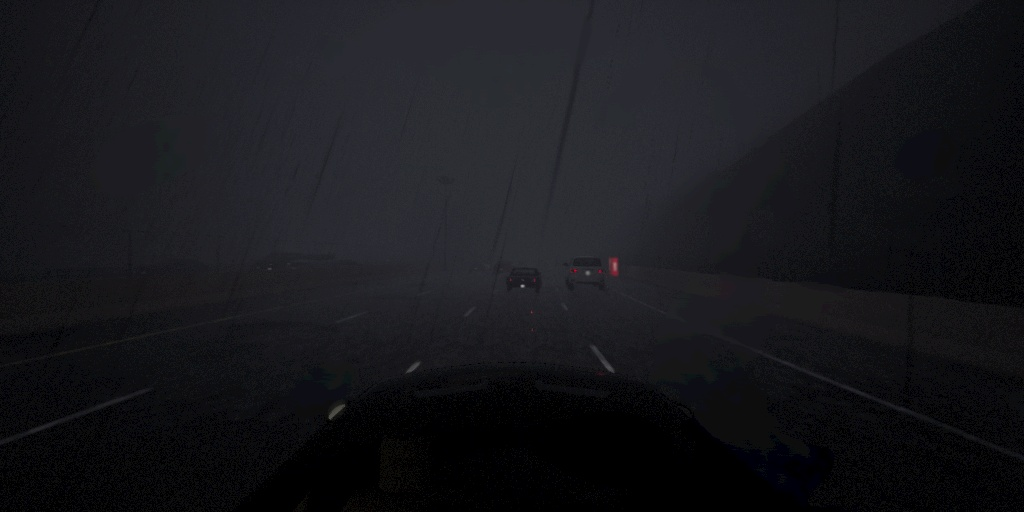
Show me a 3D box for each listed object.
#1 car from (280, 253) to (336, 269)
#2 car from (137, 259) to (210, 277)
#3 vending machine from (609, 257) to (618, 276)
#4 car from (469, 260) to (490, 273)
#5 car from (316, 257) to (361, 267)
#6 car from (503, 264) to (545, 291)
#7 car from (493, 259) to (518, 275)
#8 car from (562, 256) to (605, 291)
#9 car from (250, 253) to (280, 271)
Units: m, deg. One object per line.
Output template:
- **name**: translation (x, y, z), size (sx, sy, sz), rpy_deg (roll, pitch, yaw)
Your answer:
- **car**: translation (-18.975, 0.738, 34.494), size (2.150, 2.045, 5.566), rpy_deg (1, 0, 6)
- **car**: translation (-26.593, 0.949, 28.416), size (1.812, 1.442, 4.674), rpy_deg (1, 0, 6)
- **vending machine**: translation (11.189, 1.076, 39.461), size (1.100, 2.100, 0.880), rpy_deg (0, 0, 5)
- **car**: translation (-3.894, 1.222, 43.458), size (1.812, 1.442, 4.674), rpy_deg (1, 0, 6)
- **car**: translation (-15.601, 1.082, 33.181), size (1.812, 1.442, 4.674), rpy_deg (1, 0, 6)
- **car**: translation (0.825, 1.358, 21.831), size (1.895, 1.301, 4.718), rpy_deg (1, 0, 6)
- **car**: translation (-0.819, 1.212, 38.905), size (1.882, 1.535, 5.008), rpy_deg (1, 0, 6)
- **car**: translation (4.566, 1.024, 22.935), size (2.150, 2.045, 5.566), rpy_deg (1, 0, 6)
- **car**: translation (-22.453, 0.695, 34.849), size (2.150, 2.045, 5.566), rpy_deg (1, 0, 6)
